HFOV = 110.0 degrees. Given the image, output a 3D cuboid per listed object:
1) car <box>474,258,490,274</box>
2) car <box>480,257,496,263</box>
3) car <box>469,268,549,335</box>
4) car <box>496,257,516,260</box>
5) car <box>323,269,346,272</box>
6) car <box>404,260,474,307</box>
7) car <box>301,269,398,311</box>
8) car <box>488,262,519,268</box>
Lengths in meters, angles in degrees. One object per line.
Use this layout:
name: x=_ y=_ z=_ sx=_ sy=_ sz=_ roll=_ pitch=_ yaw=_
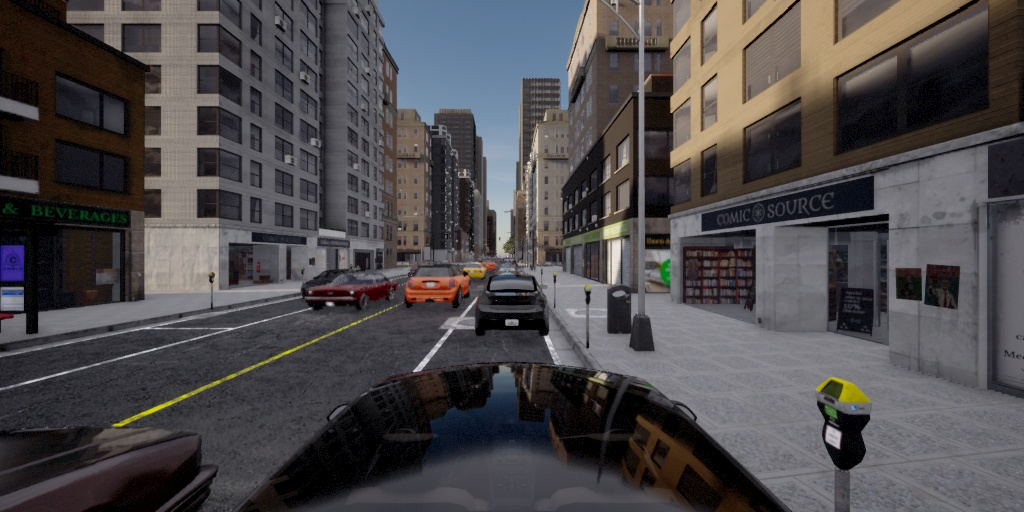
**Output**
car: x=-3.145 y=1.206 z=30.622 sx=1.801 sy=1.575 sz=5.366 roll=0 pitch=0 yaw=0
car: x=-3.047 y=1.104 z=45.820 sx=2.097 sy=1.767 sz=4.553 roll=0 pitch=0 yaw=0
car: x=0.000 y=1.254 z=10.500 sx=1.837 sy=1.490 sz=4.892 roll=0 pitch=0 yaw=0
car: x=-0.288 y=1.066 z=40.309 sx=2.192 sy=1.841 sz=5.009 roll=0 pitch=0 yaw=0
car: x=-8.813 y=1.316 z=18.202 sx=1.948 sy=1.339 sz=4.313 roll=0 pitch=0 yaw=0
car: x=-3.046 y=1.104 z=15.536 sx=2.097 sy=1.767 sz=4.553 roll=0 pitch=0 yaw=0
car: x=-6.252 y=1.351 z=14.549 sx=1.895 sy=1.301 sz=4.718 roll=0 pitch=0 yaw=0
car: x=-0.288 y=1.301 z=23.738 sx=2.007 sy=1.370 sz=4.403 roll=0 pitch=0 yaw=0
